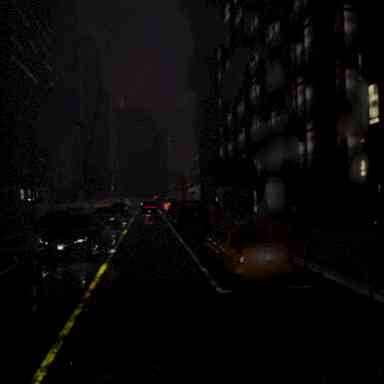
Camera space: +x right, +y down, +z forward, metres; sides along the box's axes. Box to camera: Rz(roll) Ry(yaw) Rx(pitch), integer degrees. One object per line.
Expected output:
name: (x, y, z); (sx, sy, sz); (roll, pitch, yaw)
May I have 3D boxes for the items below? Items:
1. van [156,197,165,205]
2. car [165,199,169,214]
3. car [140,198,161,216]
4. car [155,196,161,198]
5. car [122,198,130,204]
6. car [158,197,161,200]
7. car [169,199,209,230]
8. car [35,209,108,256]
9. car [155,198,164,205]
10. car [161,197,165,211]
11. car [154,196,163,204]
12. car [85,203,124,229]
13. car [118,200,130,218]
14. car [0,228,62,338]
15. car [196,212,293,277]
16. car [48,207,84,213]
van: (-6.890, 1.926, 72.390); (1.690, 1.788, 3.998); (-1, 0, -8)
car: (-1.707, 1.769, 37.300); (1.837, 1.490, 4.892); (-1, 0, -8)
car: (-4.859, 1.837, 37.887); (1.837, 1.490, 4.892); (-1, 0, -7)
car: (-5.382, 1.926, 61.208); (1.967, 1.590, 4.097); (-1, 0, -8)
car: (-17.449, 2.437, 88.015); (2.008, 1.369, 4.403); (-1, 0, -8)
car: (-4.627, 1.981, 55.617); (1.887, 1.381, 4.507); (-1, 0, -8)
car: (-0.109, 1.451, 22.075); (2.192, 1.841, 5.009); (-1, 0, -8)
car: (-4.846, 1.681, 13.834); (1.837, 1.490, 4.892); (-1, 0, -8)
car: (-7.642, 2.184, 77.979); (2.008, 1.369, 4.403); (-1, 0, -8)
car: (-2.674, 1.680, 44.205); (2.097, 1.767, 4.553); (-1, 0, -8)
car: (-8.397, 1.996, 83.572); (2.192, 1.841, 5.009); (-1, 0, -8)
car: (-6.214, 1.796, 24.061); (1.812, 1.442, 4.674); (-1, 0, -8)
car: (-7.565, 1.868, 34.383); (1.837, 1.490, 4.892); (-1, 0, -7)
car: (-3.611, 1.583, 4.623); (2.128, 1.511, 4.902); (-1, 0, -7)
car: (1.452, 1.553, 10.227); (1.752, 1.417, 4.829); (-1, 0, -8)
car: (-8.404, 1.859, 20.910); (1.947, 1.339, 4.313); (-1, 0, -8)
